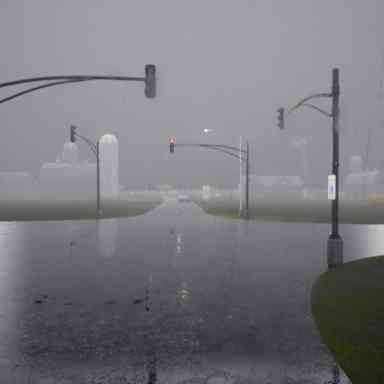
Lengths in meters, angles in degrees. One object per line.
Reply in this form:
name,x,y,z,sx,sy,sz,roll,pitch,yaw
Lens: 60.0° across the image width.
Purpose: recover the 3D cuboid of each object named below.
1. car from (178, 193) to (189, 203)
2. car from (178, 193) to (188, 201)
car,-1.527,1.524,69.932,1.812,1.442,4.674,0,0,-3
car,-2.113,1.155,79.966,2.150,2.045,5.566,0,0,-4
